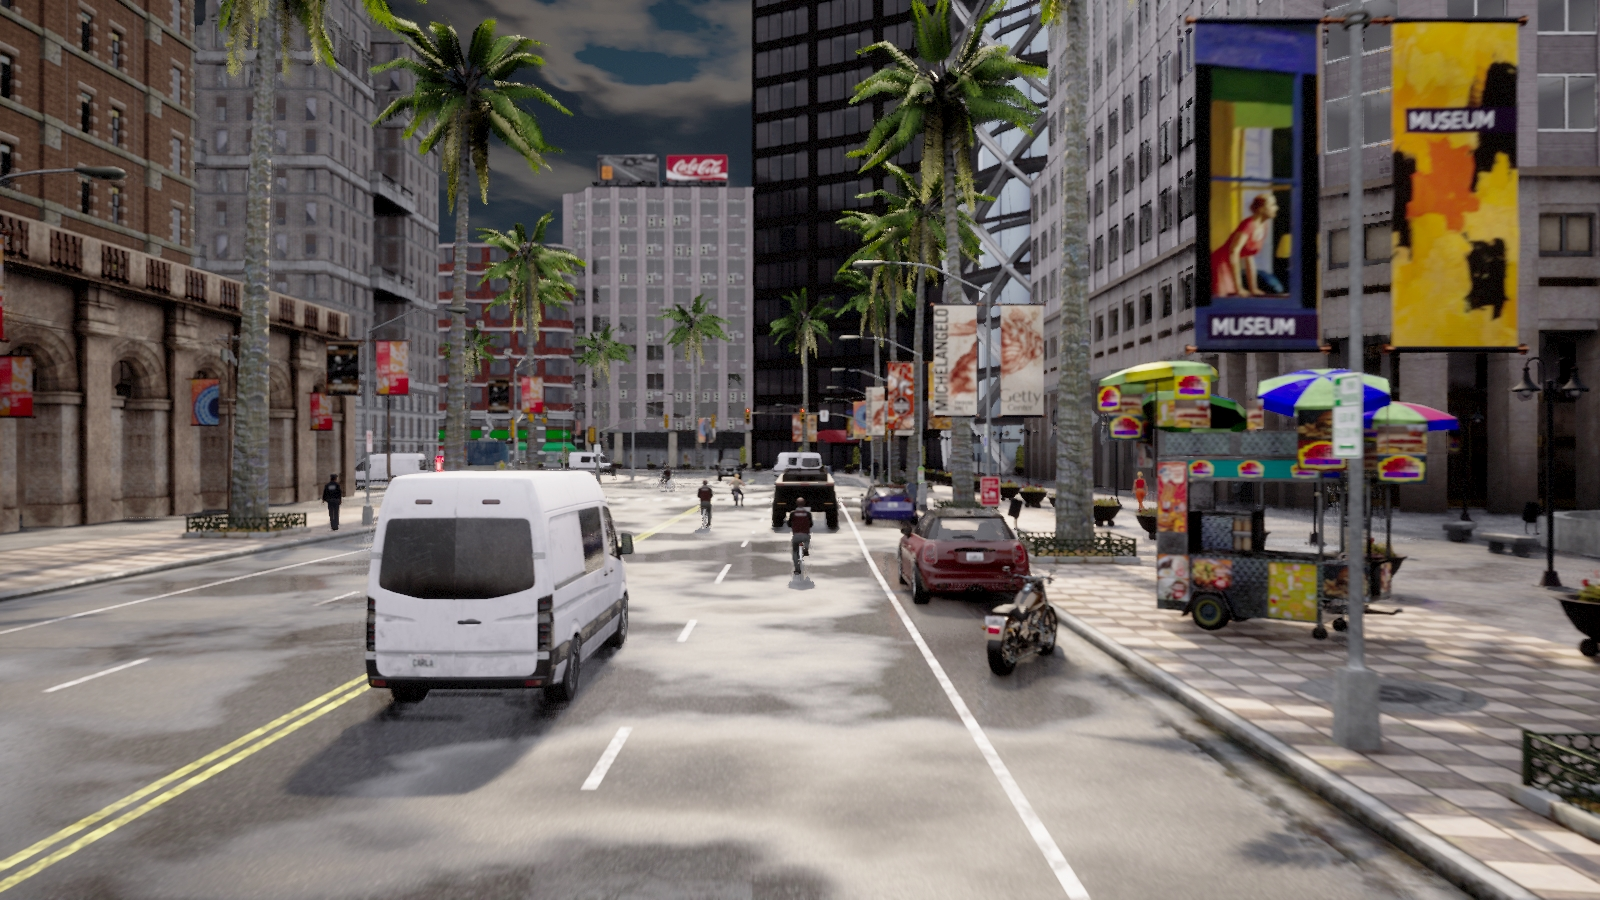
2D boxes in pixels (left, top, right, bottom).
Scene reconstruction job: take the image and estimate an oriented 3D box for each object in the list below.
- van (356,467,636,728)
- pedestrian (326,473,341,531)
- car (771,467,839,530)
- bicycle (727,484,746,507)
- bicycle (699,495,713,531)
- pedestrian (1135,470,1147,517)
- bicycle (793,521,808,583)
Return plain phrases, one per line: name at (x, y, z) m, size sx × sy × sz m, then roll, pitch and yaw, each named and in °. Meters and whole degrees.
van at (-3.503, 1.534, 14.520) m, size 1.988 × 2.561 × 5.915 m, roll 0°, pitch 0°, yaw 0°
pedestrian at (-15.137, 1.696, 37.069) m, size 0.375 × 1.860 × 0.375 m, roll 0°, pitch 0°, yaw -10°
car at (0.209, 1.753, 43.412) m, size 2.390 × 2.098 × 6.274 m, roll 0°, pitch 0°, yaw 1°
bicycle at (-3.130, 2.256, 56.689) m, size 0.859 × 1.080 × 1.487 m, roll 0°, pitch 0°, yaw 1°
bicycle at (-3.330, 2.210, 40.426) m, size 0.329 × 1.171 × 1.835 m, roll 0°, pitch 0°, yaw 0°
pedestrian at (13.490, 1.709, 45.225) m, size 0.375 × 1.860 × 0.375 m, roll 0°, pitch 0°, yaw -1°
bicycle at (0.013, 2.210, 25.006) m, size 0.329 × 1.171 × 1.835 m, roll 0°, pitch 0°, yaw 0°
